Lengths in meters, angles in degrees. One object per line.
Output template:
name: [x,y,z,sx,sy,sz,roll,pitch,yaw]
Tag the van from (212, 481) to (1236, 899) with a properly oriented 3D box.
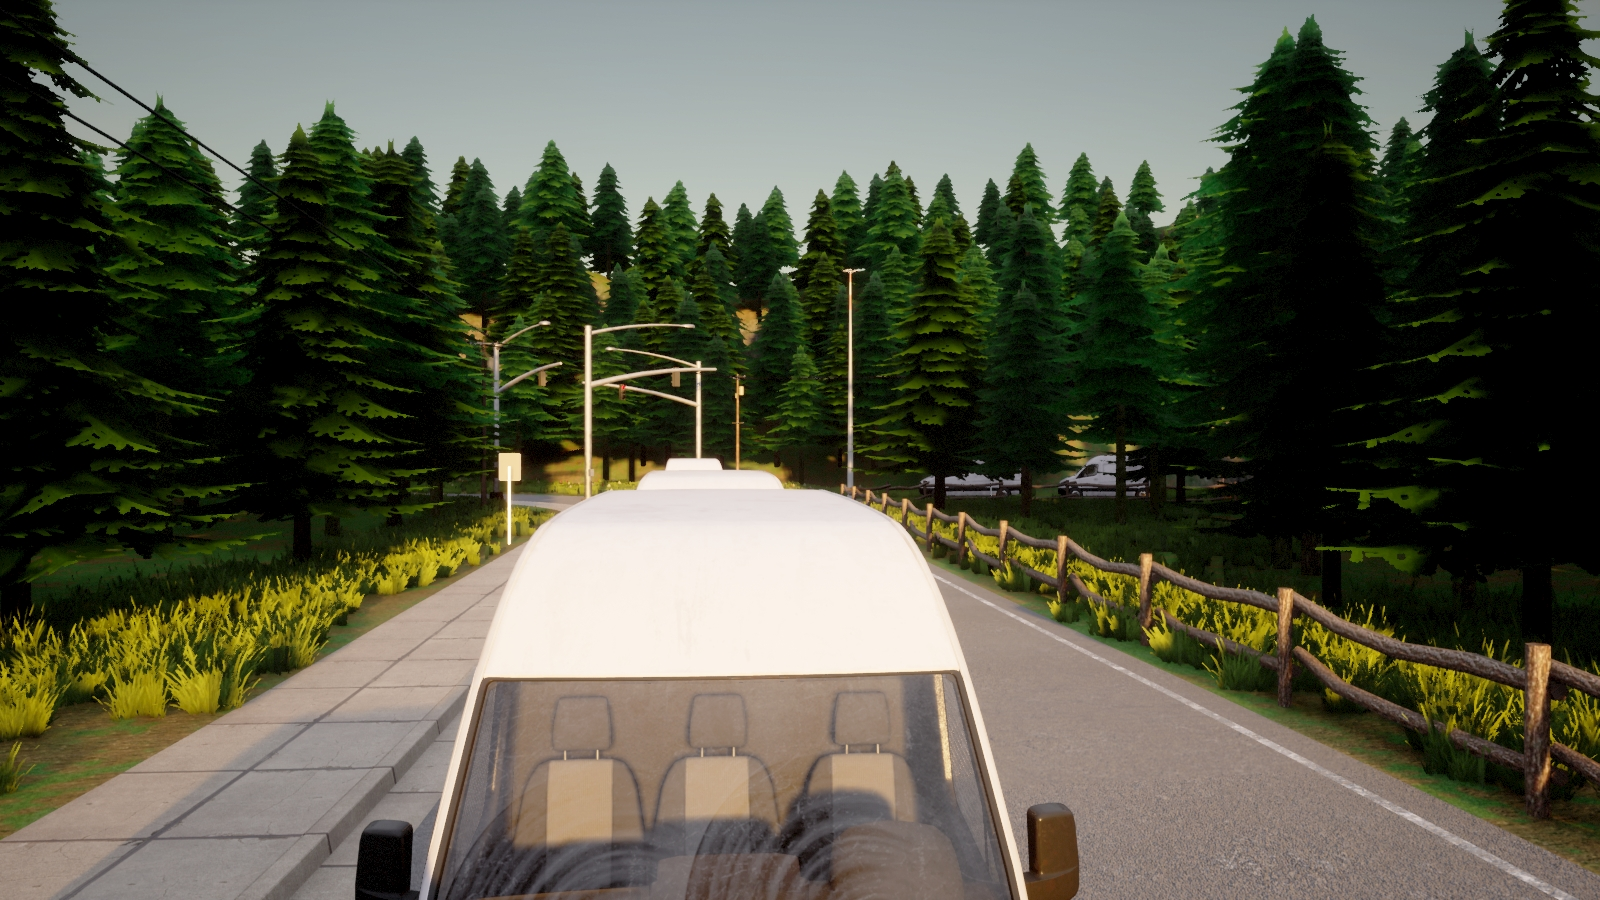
van: [-0.350,1.499,5.170,1.988,2.561,5.915,0,0,-5]
